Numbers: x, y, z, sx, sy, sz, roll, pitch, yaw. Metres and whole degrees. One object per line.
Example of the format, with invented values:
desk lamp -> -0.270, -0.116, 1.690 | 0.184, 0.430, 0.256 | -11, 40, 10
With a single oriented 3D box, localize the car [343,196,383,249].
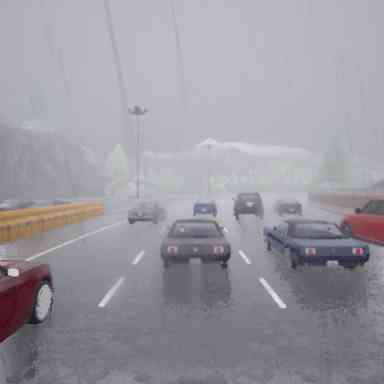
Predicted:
car -> 7.117, 1.139, 11.280 | 2.150, 2.045, 5.566 | 0, 0, 0

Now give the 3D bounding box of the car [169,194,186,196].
car -> -2.513, 1.079, 70.026 | 1.895, 1.301, 4.718 | 0, 0, 21

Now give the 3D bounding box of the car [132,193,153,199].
car -> -9.989, 1.031, 70.172 | 2.128, 1.511, 4.902 | 0, 0, 21

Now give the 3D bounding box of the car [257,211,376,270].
car -> 3.609, 1.523, 10.713 | 1.895, 1.301, 4.718 | 0, 0, 0

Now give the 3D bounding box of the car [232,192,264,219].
car -> 4.457, 1.031, 26.618 | 2.150, 2.045, 5.566 | 0, 0, 6

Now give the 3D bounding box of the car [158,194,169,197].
car -> -5.859, 1.027, 71.079 | 1.994, 1.385, 4.181 | 0, 0, 21

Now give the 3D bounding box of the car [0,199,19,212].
car -> -16.332, 1.330, 31.227 | 2.033, 1.411, 5.357 | 0, 0, 7

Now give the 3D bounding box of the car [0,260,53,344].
car -> -3.417, 1.449, 3.984 | 1.882, 1.535, 5.008 | 0, 1, 0

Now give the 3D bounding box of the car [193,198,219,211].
car -> 1.250, 1.271, 29.082 | 1.882, 1.535, 5.008 | 0, 0, 7

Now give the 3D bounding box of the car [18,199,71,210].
car -> -12.933, 1.336, 30.283 | 2.033, 1.411, 5.357 | 0, 0, 7

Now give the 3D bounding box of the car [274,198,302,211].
car -> 8.296, 1.269, 29.085 | 1.882, 1.535, 5.008 | 0, 0, 7

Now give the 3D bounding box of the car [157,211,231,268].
car -> 0.112, 1.523, 10.938 | 1.895, 1.301, 4.718 | 0, 0, 0

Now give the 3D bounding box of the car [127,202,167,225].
car -> -2.936, 1.387, 22.663 | 2.033, 1.411, 5.357 | 0, 0, 4

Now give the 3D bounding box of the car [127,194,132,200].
car -> -12.579, 1.034, 73.135 | 1.994, 1.385, 4.181 | 0, 0, 21
